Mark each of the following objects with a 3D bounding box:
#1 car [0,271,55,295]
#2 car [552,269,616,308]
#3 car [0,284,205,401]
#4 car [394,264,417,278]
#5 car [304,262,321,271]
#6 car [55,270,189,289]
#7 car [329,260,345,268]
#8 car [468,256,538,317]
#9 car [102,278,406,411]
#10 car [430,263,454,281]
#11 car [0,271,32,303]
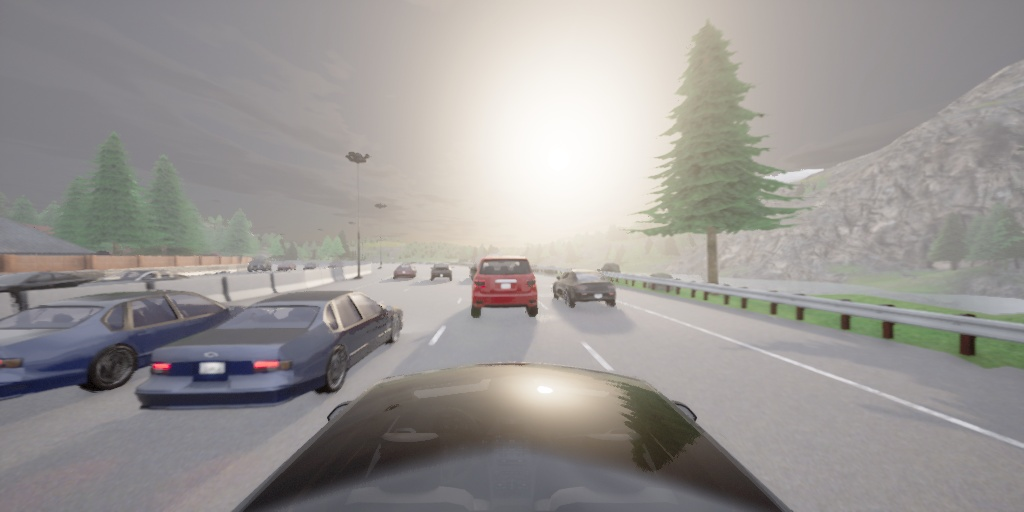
[{"bbox_3d":[-21.901,1.455,16.226,1.882,1.535,5.008,0,0,-6],"label":"car"},{"bbox_3d":[2.970,1.290,15.352,1.812,1.442,4.674,0,0,-4],"label":"car"},{"bbox_3d":[-7.032,1.372,6.809,2.033,1.411,5.357,0,0,-2],"label":"car"},{"bbox_3d":[-10.565,1.502,35.654,1.994,1.385,4.181,0,0,-12],"label":"car"},{"bbox_3d":[-31.619,1.686,56.840,1.837,1.490,4.892,0,0,-21],"label":"car"},{"bbox_3d":[-18.557,1.446,17.810,2.128,1.511,4.902,0,0,-7],"label":"car"},{"bbox_3d":[-28.593,1.516,58.726,2.097,1.767,4.553,0,0,-21],"label":"car"},{"bbox_3d":[-0.374,1.010,13.543,2.150,2.045,5.566,0,0,-4],"label":"car"},{"bbox_3d":[-3.528,1.342,6.634,2.033,1.411,5.357,0,0,-2],"label":"car"},{"bbox_3d":[-6.438,1.401,32.806,1.837,1.490,4.892,0,0,-11],"label":"car"},{"bbox_3d":[-25.382,1.498,15.795,2.128,1.511,4.902,0,0,-6],"label":"car"}]
